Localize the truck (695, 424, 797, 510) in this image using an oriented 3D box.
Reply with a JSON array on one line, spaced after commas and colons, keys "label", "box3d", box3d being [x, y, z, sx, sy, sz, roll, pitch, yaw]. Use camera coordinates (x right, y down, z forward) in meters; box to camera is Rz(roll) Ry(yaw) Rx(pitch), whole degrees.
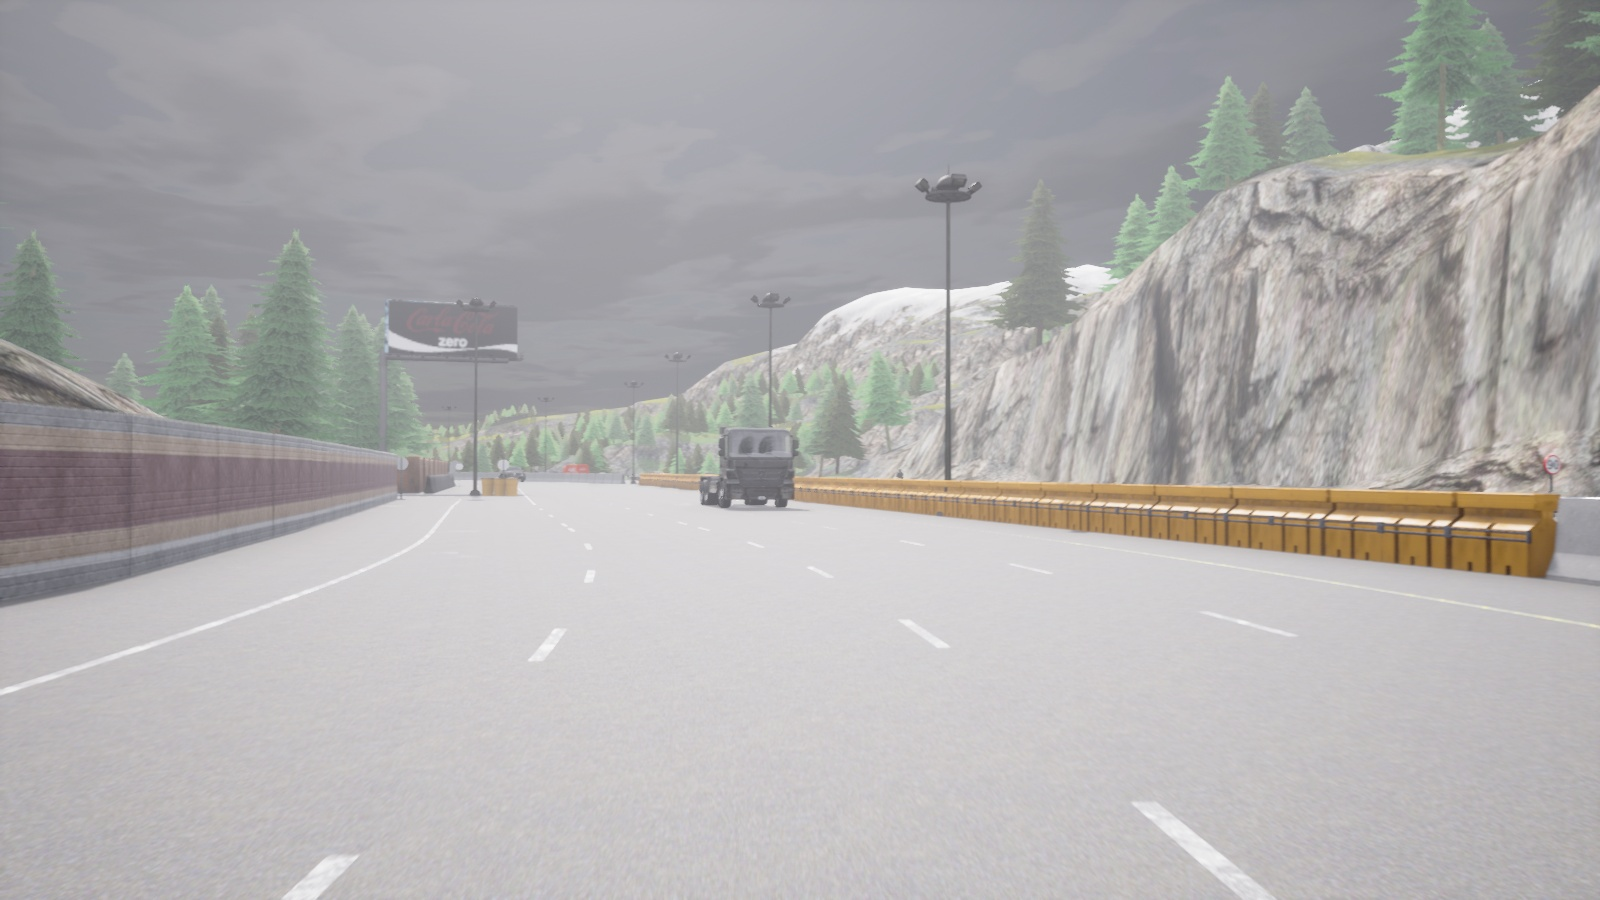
[{"label": "truck", "box3d": [-2.500, 0.762, 54.856, 2.891, 3.462, 7.936, 0, -1, -14]}]
